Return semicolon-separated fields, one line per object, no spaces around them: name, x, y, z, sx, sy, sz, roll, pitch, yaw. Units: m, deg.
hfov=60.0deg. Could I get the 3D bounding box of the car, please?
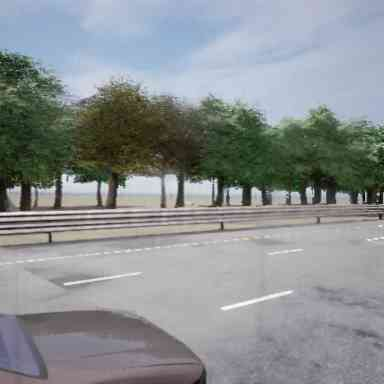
car;-2.398;1.538;2.160;5.357;1.411;2.033;0;0;-35
